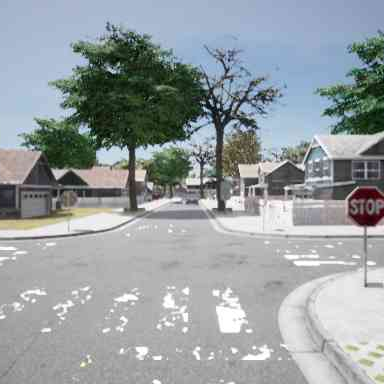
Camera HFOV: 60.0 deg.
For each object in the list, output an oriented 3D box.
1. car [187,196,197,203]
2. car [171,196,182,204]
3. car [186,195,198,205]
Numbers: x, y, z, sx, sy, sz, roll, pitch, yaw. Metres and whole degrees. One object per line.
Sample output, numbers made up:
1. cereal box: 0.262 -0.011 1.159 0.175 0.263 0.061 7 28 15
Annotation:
1. car: -0.016 1.521 66.603 1.994 1.385 4.181 0 0 0
2. car: -2.764 1.487 60.353 1.812 1.442 4.674 0 0 0
3. car: -0.013 1.316 56.537 2.097 1.767 4.553 0 0 0
